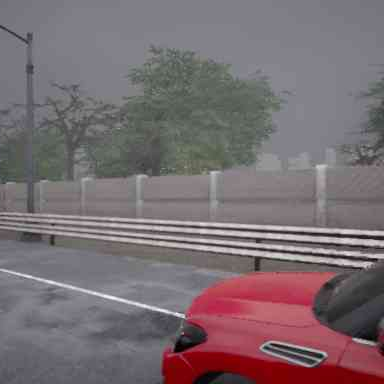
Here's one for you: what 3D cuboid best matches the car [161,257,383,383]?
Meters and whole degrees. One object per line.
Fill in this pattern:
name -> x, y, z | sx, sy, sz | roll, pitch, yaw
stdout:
car -> 2.371, 1.212, 2.181 | 5.566, 2.045, 2.150 | -1, 0, 35
